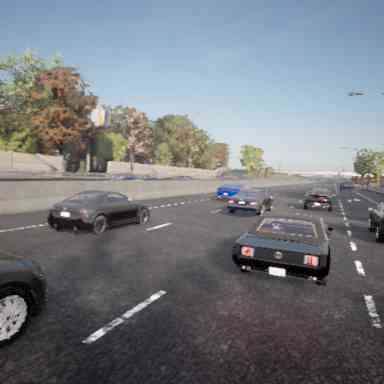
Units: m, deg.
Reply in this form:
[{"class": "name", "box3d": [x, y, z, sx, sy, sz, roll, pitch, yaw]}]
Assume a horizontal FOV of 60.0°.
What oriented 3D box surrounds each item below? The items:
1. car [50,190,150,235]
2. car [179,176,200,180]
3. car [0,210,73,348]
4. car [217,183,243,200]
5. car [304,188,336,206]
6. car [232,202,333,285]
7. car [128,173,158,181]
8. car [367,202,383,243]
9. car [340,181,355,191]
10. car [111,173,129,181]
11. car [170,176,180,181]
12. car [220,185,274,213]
[{"class": "car", "box3d": [-3.301, 0.625, 12.579, 1.994, 1.385, 4.181, 4, 4, 23]}, {"class": "car", "box3d": [0.262, -1.274, 48.110, 1.994, 1.385, 4.181, 4, 4, 23]}, {"class": "car", "box3d": [-3.596, 1.116, 2.970, 1.837, 1.490, 4.892, 4, 4, 23]}, {"class": "car", "box3d": [3.703, -0.068, 29.004, 1.882, 1.535, 5.008, 4, 4, 23]}, {"class": "car", "box3d": [9.514, 0.501, 24.835, 1.837, 1.490, 4.892, 4, 4, 23]}, {"class": "car", "box3d": [2.563, 1.199, 8.534, 1.895, 1.301, 4.718, 4, 4, 23]}, {"class": "car", "box3d": [-6.767, -1.786, 49.434, 2.128, 1.511, 4.902, 4, 4, 23]}, {"class": "car", "box3d": [8.206, 1.121, 13.114, 1.837, 1.490, 4.892, 4, 4, 23]}, {"class": "car", "box3d": [33.559, -1.294, 72.586, 2.150, 2.045, 5.566, 4, 3, 23]}, {"class": "car", "box3d": [-10.161, -2.151, 50.337, 2.097, 1.767, 4.553, 4, 4, 23]}, {"class": "car", "box3d": [-1.864, -1.683, 51.996, 2.128, 1.511, 4.902, 4, 4, 23]}, {"class": "car", "box3d": [3.626, 0.530, 19.934, 2.033, 1.411, 5.357, 4, 4, 23]}]
